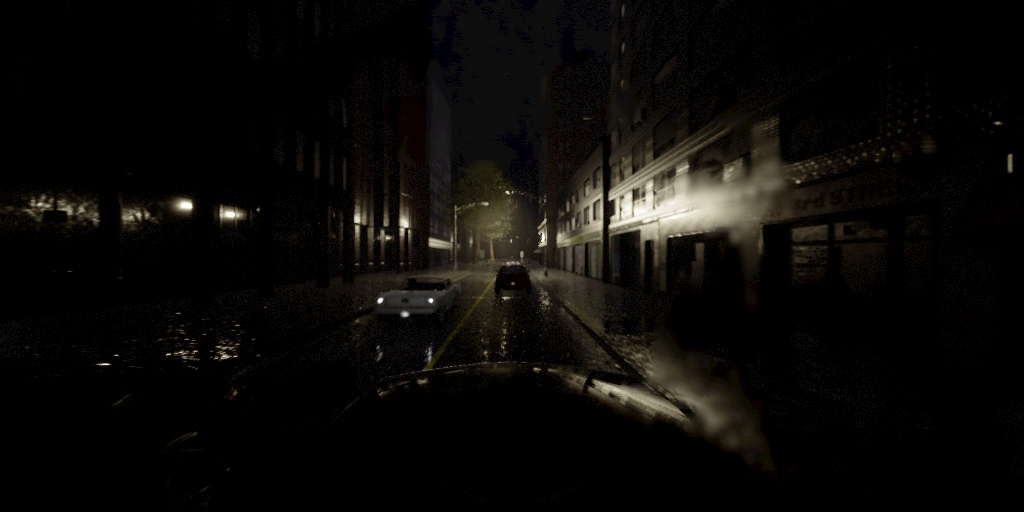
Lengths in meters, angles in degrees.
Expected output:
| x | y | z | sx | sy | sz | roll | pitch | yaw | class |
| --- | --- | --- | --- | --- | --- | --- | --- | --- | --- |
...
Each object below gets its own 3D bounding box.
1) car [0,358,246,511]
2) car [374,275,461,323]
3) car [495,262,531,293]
| x | y | z | sx | sy | sz | roll | pitch | yaw | class |
| --- | --- | --- | --- | --- | --- | --- | --- | --- | --- |
| -3.088 | 1.276 | 1.088 | 1.812 | 1.442 | 4.674 | 0 | 0 | 0 | car |
| -3.015 | 1.351 | 12.367 | 1.895 | 1.301 | 4.718 | 0 | 0 | 0 | car |
| 0.067 | 1.225 | 20.586 | 1.882 | 1.535 | 5.008 | 0 | 0 | 0 | car |
